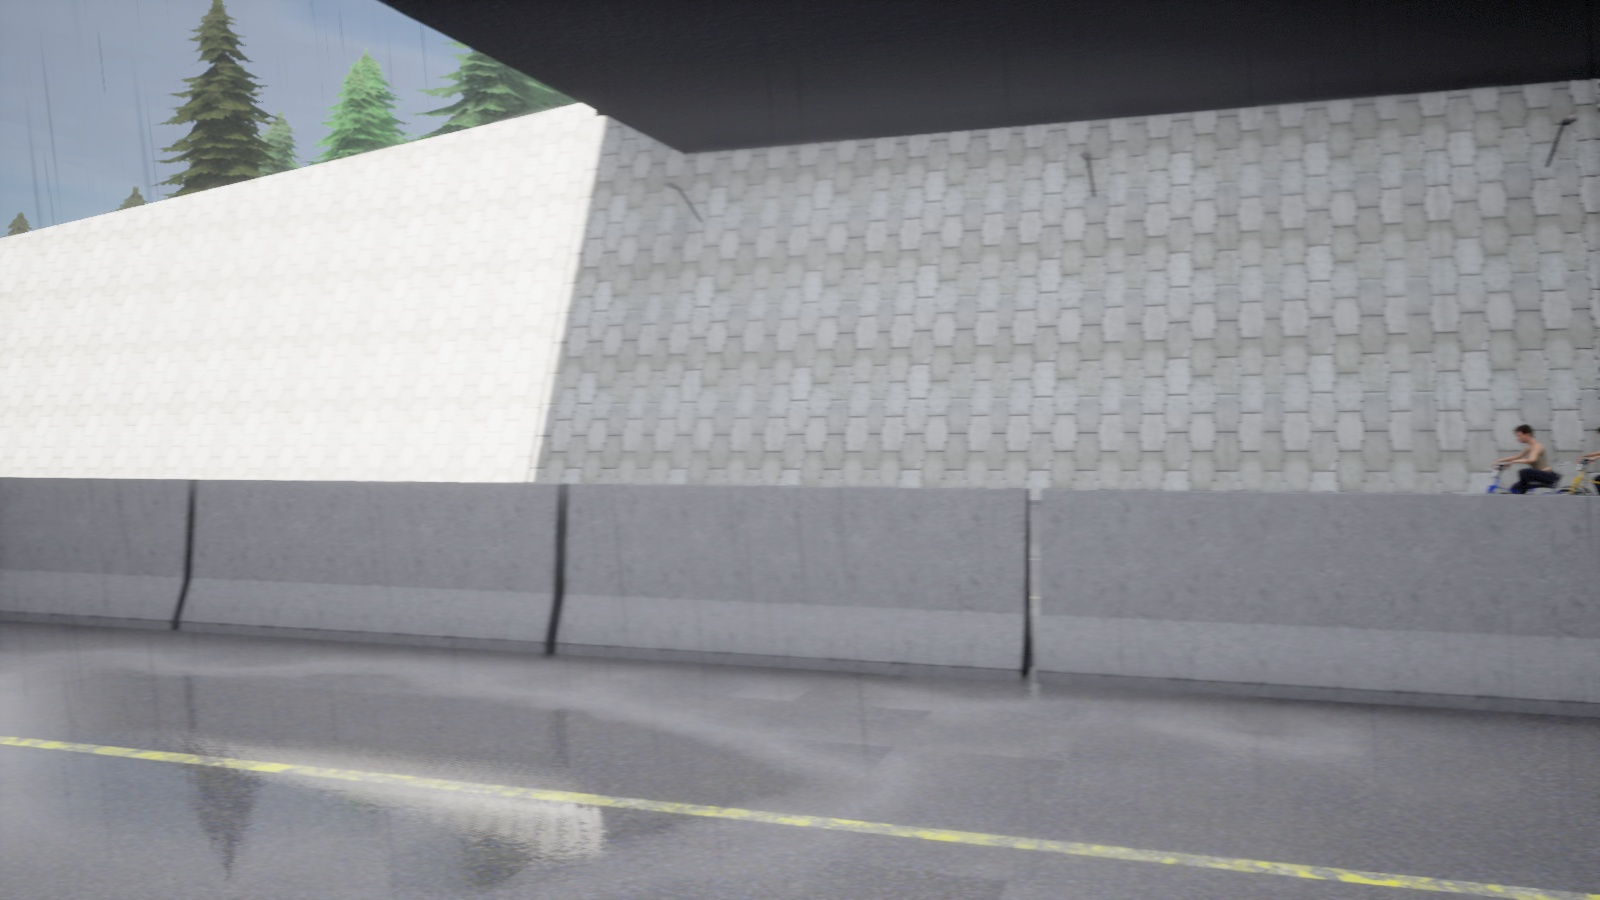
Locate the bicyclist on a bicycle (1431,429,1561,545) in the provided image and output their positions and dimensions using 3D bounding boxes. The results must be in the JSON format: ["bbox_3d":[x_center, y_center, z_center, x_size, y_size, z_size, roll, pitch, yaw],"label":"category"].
[{"bbox_3d":[10.080,0.509,18.260,1.509,1.612,0.866,1,1,19],"label":"bicyclist on a bicycle"}]

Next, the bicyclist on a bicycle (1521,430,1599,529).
[{"bbox_3d":[12.996,0.477,20.972,1.509,1.612,0.866,1,1,19],"label":"bicyclist on a bicycle"}]
